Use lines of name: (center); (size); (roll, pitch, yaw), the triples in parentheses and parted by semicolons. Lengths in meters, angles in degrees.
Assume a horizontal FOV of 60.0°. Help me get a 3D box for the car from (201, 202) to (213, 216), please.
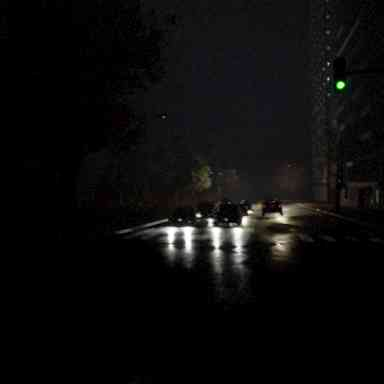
car: (1.451, 1.769, 34.374); (1.882, 1.535, 5.008); (-1, -1, 12)

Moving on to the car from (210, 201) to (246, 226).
car: (2.868, 1.690, 25.436); (1.837, 1.490, 4.892); (-1, -1, 12)

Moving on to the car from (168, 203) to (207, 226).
car: (-0.441, 1.799, 25.499); (1.994, 1.385, 4.181); (-1, -1, 12)

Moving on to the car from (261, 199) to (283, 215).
car: (8.626, 1.552, 35.977); (2.097, 1.767, 4.553); (-1, -1, 12)

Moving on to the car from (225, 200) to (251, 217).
car: (4.752, 1.805, 34.260); (1.994, 1.385, 4.181); (-1, -1, 12)

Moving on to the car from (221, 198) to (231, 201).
car: (5.341, 1.759, 52.419); (2.097, 1.767, 4.553); (-1, -1, 13)
